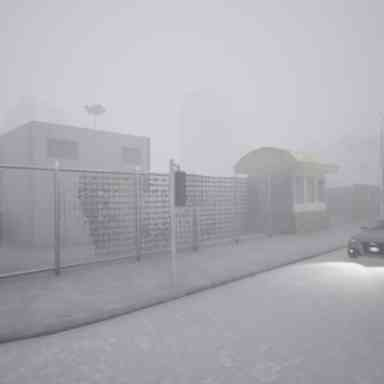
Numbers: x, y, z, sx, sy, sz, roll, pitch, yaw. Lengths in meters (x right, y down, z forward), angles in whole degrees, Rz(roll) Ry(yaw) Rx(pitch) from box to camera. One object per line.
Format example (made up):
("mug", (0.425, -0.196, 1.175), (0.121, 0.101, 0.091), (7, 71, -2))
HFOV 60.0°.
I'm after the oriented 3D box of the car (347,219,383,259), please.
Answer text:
("car", (7.397, 1.703, 12.362), (4.181, 1.385, 1.994), (0, -2, -45))
